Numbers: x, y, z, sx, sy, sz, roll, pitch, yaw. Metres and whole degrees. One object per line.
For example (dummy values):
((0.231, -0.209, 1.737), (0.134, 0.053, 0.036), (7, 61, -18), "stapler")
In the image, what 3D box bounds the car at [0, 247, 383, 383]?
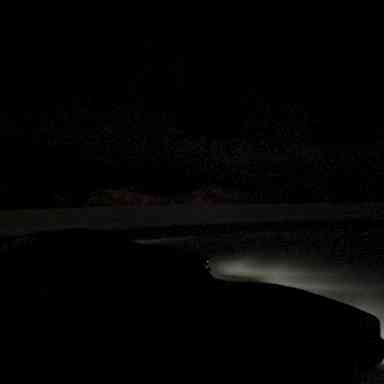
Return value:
((-0.324, 1.523, 3.313), (5.357, 1.411, 2.033), (0, 0, -32), "car")

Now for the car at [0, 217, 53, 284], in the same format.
((-6.367, 1.474, 7.883), (5.357, 1.411, 2.033), (0, 0, -35), "car")

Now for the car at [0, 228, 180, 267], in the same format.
((-1.921, 1.428, 6.270), (5.008, 1.535, 1.882), (0, 0, -33), "car")
